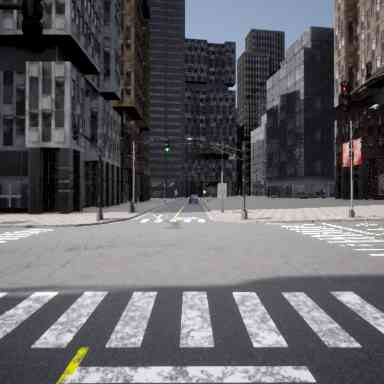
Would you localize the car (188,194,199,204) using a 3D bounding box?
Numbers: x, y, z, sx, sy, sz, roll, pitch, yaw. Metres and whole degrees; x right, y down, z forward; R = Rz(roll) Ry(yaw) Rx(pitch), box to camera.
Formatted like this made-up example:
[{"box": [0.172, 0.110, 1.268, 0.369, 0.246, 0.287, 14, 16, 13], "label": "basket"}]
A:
[{"box": [0.290, 1.538, 62.944, 1.882, 1.535, 5.008, 0, 0, 1], "label": "car"}]

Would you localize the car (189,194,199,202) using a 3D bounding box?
[{"box": [0.384, 1.315, 73.368, 2.097, 1.767, 4.553, 0, 0, 1], "label": "car"}]
